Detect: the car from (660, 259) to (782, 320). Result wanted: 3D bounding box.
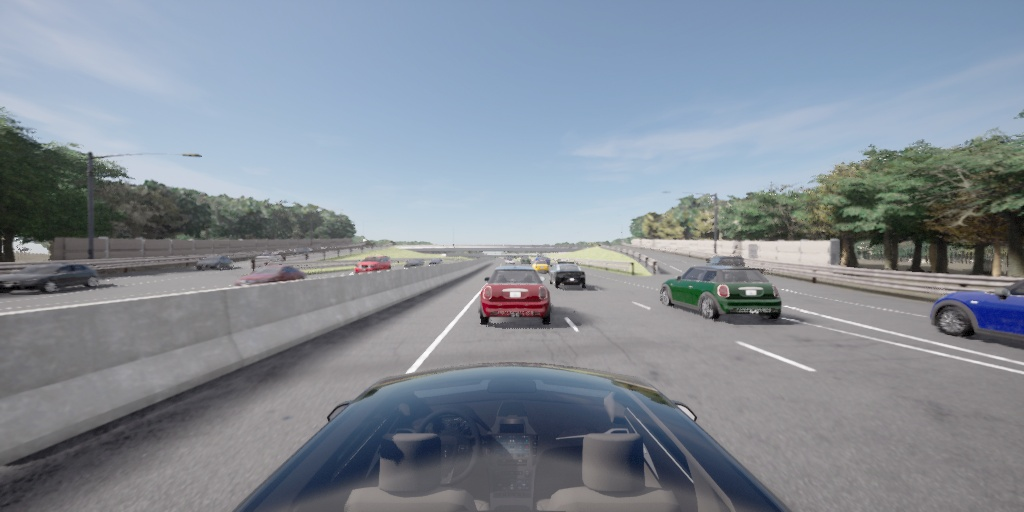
[{"bbox_3d":[7.087,1.111,12.759,2.097,1.767,4.553,0,0,0],"label":"car"}]

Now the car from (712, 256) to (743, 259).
[{"bbox_3d":[17.798,0.997,29.987,2.150,2.045,5.566,0,1,18],"label":"car"}]

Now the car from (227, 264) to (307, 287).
[{"bbox_3d":[-14.135,1.290,21.404,1.812,1.442,4.674,0,0,0],"label":"car"}]

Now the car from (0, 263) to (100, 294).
[{"bbox_3d":[-25.643,1.179,19.972,1.837,1.490,4.892,1,1,-19],"label":"car"}]

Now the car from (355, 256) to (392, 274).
[{"bbox_3d":[-14.214,0.991,37.229,2.150,2.045,5.566,0,0,0],"label":"car"}]

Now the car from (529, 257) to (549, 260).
[{"bbox_3d":[3.432,1.202,43.857,1.801,1.575,5.366,0,0,0],"label":"car"}]

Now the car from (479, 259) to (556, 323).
[{"bbox_3d":[0.088,1.110,12.226,2.097,1.767,4.553,0,0,0],"label":"car"}]

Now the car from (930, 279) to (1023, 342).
[{"bbox_3d":[11.668,1.108,7.314,2.097,1.767,4.553,0,0,8],"label":"car"}]

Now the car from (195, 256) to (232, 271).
[{"bbox_3d":[-32.304,0.765,39.022,1.837,1.490,4.892,0,1,-18],"label":"car"}]

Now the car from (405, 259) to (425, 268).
[{"bbox_3d":[-14.318,1.162,53.110,1.882,1.535,5.008,0,0,0],"label":"car"}]

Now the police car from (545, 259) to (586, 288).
[{"bbox_3d":[3.554,1.192,23.850,1.930,1.638,5.238,0,0,0],"label":"police car"}]
